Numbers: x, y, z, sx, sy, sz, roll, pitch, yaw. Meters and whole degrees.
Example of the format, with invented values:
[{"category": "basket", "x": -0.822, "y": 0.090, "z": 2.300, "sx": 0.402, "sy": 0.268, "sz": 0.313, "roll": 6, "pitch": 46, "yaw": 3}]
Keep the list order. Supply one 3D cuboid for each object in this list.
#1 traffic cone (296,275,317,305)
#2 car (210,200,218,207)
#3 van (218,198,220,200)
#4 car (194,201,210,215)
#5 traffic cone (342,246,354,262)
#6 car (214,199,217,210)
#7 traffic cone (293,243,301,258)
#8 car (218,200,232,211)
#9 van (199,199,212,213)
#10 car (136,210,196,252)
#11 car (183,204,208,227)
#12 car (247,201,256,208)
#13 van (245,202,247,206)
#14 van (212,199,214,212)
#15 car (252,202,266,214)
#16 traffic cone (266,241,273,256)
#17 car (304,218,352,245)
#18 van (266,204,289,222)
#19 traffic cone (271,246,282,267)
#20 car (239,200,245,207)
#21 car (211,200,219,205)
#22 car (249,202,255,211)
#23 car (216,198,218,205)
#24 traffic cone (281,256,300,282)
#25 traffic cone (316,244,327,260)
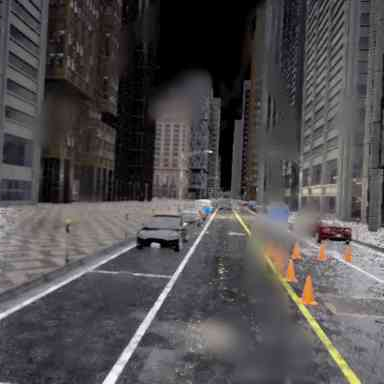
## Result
[{"category": "traffic cone", "x": 2.619, "y": 2.179, "z": 7.488, "sx": 0.340, "sy": 0.580, "sz": 0.340, "roll": 3, "pitch": -1, "yaw": 6}, {"category": "car", "x": 5.416, "y": 2.805, "z": 82.150, "sx": 1.887, "sy": 1.381, "sz": 4.507, "roll": 3, "pitch": -1, "yaw": 6}, {"category": "van", "x": 4.877, "y": 2.507, "z": 76.539, "sx": 1.690, "sy": 1.788, "sz": 3.998, "roll": 3, "pitch": -1, "yaw": 6}, {"category": "car", "x": 0.471, "y": 1.929, "z": 31.460, "sx": 1.752, "sy": 1.417, "sz": 4.829, "roll": 3, "pitch": -1, "yaw": 6}, {"category": "traffic cone", "x": 6.183, "y": 2.426, "z": 13.166, "sx": 0.340, "sy": 0.580, "sz": 0.340, "roll": 3, "pitch": -1, "yaw": 6}, {"category": "car", "x": 2.135, "y": 2.132, "z": 48.470, "sx": 1.967, "sy": 1.590, "sz": 4.097, "roll": 3, "pitch": -1, "yaw": 6}, {"category": "traffic cone", "x": 4.195, "y": 2.328, "z": 13.361, "sx": 0.340, "sy": 0.580, "sz": 0.340, "roll": 3, "pitch": -1, "yaw": 6}, {"category": "car", "x": 5.804, "y": 2.551, "z": 57.688, "sx": 1.994, "sy": 1.385, "sz": 4.181, "roll": 3, "pitch": -1, "yaw": 6}, {"category": "van", "x": 1.044, "y": 1.843, "z": 37.245, "sx": 1.690, "sy": 1.788, "sz": 3.998, "roll": 3, "pitch": -1, "yaw": 6}, {"category": "car", "x": -1.157, "y": 1.687, "z": 14.789, "sx": 1.947, "sy": 1.339, "sz": 4.313, "roll": 3, "pitch": -1, "yaw": 6}, {"category": "car", "x": -0.061, "y": 1.862, "z": 26.016, "sx": 2.008, "sy": 1.369, "sz": 4.403, "roll": 3, "pitch": -1, "yaw": 6}, {"category": "car", "x": 12.246, "y": 2.958, "z": 64.479, "sx": 1.947, "sy": 1.339, "sz": 4.313, "roll": 3, "pitch": -1, "yaw": 6}, {"category": "van", "x": 12.804, "y": 2.828, "z": 70.095, "sx": 1.690, "sy": 1.788, "sz": 3.998, "roll": 3, "pitch": -1, "yaw": 6}, {"category": "van", "x": 1.592, "y": 1.938, "z": 42.858, "sx": 1.690, "sy": 1.788, "sz": 3.998, "roll": 3, "pitch": -1, "yaw": 6}, {"category": "car", "x": 11.150, "y": 2.784, "z": 53.253, "sx": 1.802, "sy": 1.307, "sz": 4.206, "roll": 3, "pitch": -1, "yaw": 6}, {"category": "traffic cone", "x": 3.201, "y": 2.280, "z": 13.459, "sx": 0.340, "sy": 0.580, "sz": 0.340, "roll": 3, "pitch": -1, "yaw": 6}, {"category": "car", "x": 7.867, "y": 2.176, "z": 19.574, "sx": 1.887, "sy": 1.381, "sz": 4.507, "roll": 3, "pitch": -1, "yaw": 6}, {"category": "van", "x": 9.519, "y": 2.258, "z": 36.416, "sx": 1.690, "sy": 1.788, "sz": 3.998, "roll": 3, "pitch": -1, "yaw": 6}, {"category": "traffic cone", "x": 3.007, "y": 2.246, "z": 11.469, "sx": 0.340, "sy": 0.580, "sz": 0.340, "roll": 3, "pitch": -1, "yaw": 6}, {"category": "car", "x": 14.985, "y": 3.409, "z": 92.546, "sx": 1.887, "sy": 1.381, "sz": 4.507, "roll": 3, "pitch": -1, "yaw": 6}, {"category": "car", "x": 6.510, "y": 3.015, "z": 93.376, "sx": 1.947, "sy": 1.339, "sz": 4.313, "roll": 3, "pitch": -1, "yaw": 6}, {"category": "car", "x": 11.698, "y": 2.879, "z": 58.866, "sx": 1.802, "sy": 1.307, "sz": 4.206, "roll": 3, "pitch": -1, "yaw": 6}, {"category": "car", "x": 2.688, "y": 2.102, "z": 54.086, "sx": 2.192, "sy": 1.841, "sz": 5.009, "roll": 3, "pitch": -1, "yaw": 6}, {"category": "traffic cone", "x": 2.813, "y": 2.212, "z": 9.478, "sx": 0.340, "sy": 0.580, "sz": 0.340, "roll": 3, "pitch": -1, "yaw": 6}, {"category": "traffic cone", "x": 5.189, "y": 2.377, "z": 13.263, "sx": 0.340, "sy": 0.580, "sz": 0.340, "roll": 3, "pitch": -1, "yaw": 6}]
